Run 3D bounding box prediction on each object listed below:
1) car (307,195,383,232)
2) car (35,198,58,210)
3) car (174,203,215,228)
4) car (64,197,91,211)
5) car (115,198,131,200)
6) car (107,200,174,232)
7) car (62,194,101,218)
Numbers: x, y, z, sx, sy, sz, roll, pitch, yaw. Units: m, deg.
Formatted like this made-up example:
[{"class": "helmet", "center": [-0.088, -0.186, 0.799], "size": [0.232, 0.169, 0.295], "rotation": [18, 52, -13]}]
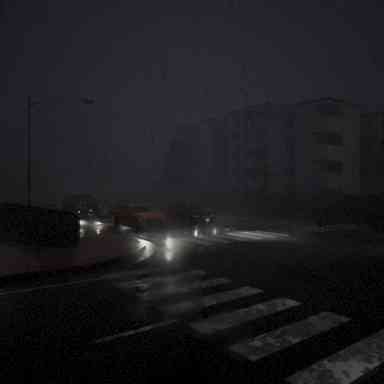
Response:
[{"class": "car", "center": [10.021, 1.220, 20.477], "size": [5.566, 2.045, 2.150], "rotation": [0, 1, 44]}, {"class": "car", "center": [-18.172, 1.477, 41.417], "size": [1.882, 1.535, 5.008], "rotation": [0, 1, -36]}, {"class": "car", "center": [-0.454, 1.489, 22.701], "size": [2.128, 1.511, 4.902], "rotation": [0, 0, -36]}, {"class": "car", "center": [-14.683, 1.476, 42.555], "size": [1.882, 1.535, 5.008], "rotation": [0, 1, -37]}, {"class": "car", "center": [-6.312, 1.524, 30.912], "size": [1.812, 1.442, 4.674], "rotation": [0, 0, -36]}, {"class": "car", "center": [-3.349, 1.476, 20.652], "size": [1.882, 1.535, 5.008], "rotation": [0, 0, -34]}, {"class": "car", "center": [-10.120, 1.220, 30.240], "size": [2.150, 2.045, 5.566], "rotation": [0, 0, -36]}]
